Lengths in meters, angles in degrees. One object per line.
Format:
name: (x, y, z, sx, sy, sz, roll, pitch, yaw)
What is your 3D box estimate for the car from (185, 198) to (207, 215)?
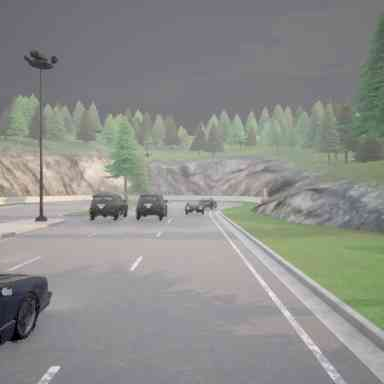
car: (0.330, 1.601, 34.261, 1.895, 1.301, 4.718, 0, 0, 2)

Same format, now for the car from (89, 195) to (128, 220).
car: (-6.864, 1.223, 27.891, 2.150, 2.045, 5.566, 0, 0, 1)

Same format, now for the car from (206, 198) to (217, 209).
car: (2.139, 1.492, 44.263, 2.128, 1.511, 4.902, 0, 0, 14)

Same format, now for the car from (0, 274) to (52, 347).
car: (-3.399, 1.547, 3.428, 2.033, 1.411, 5.357, 0, 0, 0)

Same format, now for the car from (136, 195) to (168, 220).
car: (-3.355, 1.223, 28.402, 2.150, 2.045, 5.566, 0, 0, 0)
